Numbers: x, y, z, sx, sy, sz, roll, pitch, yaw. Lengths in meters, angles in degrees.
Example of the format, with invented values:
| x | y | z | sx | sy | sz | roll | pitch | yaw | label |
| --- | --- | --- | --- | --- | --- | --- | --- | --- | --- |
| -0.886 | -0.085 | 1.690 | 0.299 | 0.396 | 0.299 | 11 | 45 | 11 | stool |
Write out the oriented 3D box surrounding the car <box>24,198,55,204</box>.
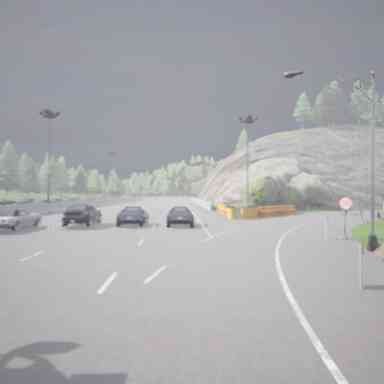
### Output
| x | y | z | sx | sy | sz | roll | pitch | yaw | label |
| --- | --- | --- | --- | --- | --- | --- | --- | --- | --- |
| -22.926 | 1.793 | 50.131 | 1.812 | 1.442 | 4.674 | 0 | -1 | -1 | car |

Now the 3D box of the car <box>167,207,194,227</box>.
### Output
| x | y | z | sx | sy | sz | roll | pitch | yaw | label |
| --- | --- | --- | --- | --- | --- | --- | --- | --- | --- |
| -0.878 | 1.782 | 25.074 | 1.994 | 1.385 | 4.181 | 0 | 0 | -2 | car |

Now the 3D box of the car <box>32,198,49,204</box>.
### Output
| x | y | z | sx | sy | sz | roll | pitch | yaw | label |
| --- | --- | --- | --- | --- | --- | --- | --- | --- | --- |
| -34.302 | 1.998 | 75.491 | 1.895 | 1.301 | 4.718 | 0 | -1 | -2 | car |

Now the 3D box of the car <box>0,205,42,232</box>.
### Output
| x | y | z | sx | sy | sz | roll | pitch | yaw | label |
| --- | --- | --- | --- | --- | --- | --- | --- | --- | --- |
| -11.237 | 1.700 | 20.909 | 1.895 | 1.301 | 4.718 | 0 | 0 | -2 | car |

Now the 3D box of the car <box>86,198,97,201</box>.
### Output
| x | y | z | sx | sy | sz | roll | pitch | yaw | label |
| --- | --- | --- | --- | --- | --- | --- | --- | --- | --- |
| -23.956 | 2.108 | 79.972 | 1.895 | 1.301 | 4.718 | 0 | -1 | -2 | car |

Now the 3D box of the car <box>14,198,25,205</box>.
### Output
| x | y | z | sx | sy | sz | roll | pitch | yaw | label |
| --- | --- | --- | --- | --- | --- | --- | --- | --- | --- |
| -30.299 | 1.811 | 61.518 | 1.837 | 1.490 | 4.892 | 0 | -1 | -2 | car |

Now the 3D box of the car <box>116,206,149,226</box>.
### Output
| x | y | z | sx | sy | sz | roll | pitch | yaw | label |
| --- | --- | --- | --- | --- | --- | --- | --- | --- | --- |
| -4.374 | 1.753 | 24.889 | 1.994 | 1.385 | 4.181 | 0 | 0 | -2 | car |

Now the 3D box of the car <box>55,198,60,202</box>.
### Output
| x | y | z | sx | sy | sz | roll | pitch | yaw | label |
| --- | --- | --- | --- | --- | --- | --- | --- | --- | --- |
| -30.820 | 1.988 | 76.057 | 1.994 | 1.385 | 4.181 | 0 | -1 | -2 | car |

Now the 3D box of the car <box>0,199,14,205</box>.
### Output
| x | y | z | sx | sy | sz | roll | pitch | yaw | label |
| --- | --- | --- | --- | --- | --- | --- | --- | --- | --- |
| -33.749 | 1.865 | 60.031 | 1.895 | 1.301 | 4.718 | 0 | -1 | -2 | car |

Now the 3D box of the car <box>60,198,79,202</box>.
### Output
| x | y | z | sx | sy | sz | roll | pitch | yaw | label |
| --- | --- | --- | --- | --- | --- | --- | --- | --- | --- |
| -23.406 | 1.892 | 64.612 | 1.837 | 1.490 | 4.892 | 0 | -1 | -2 | car |

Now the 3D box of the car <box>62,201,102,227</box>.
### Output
| x | y | z | sx | sy | sz | roll | pitch | yaw | label |
| --- | --- | --- | --- | --- | --- | --- | --- | --- | --- |
| -7.844 | 1.660 | 24.037 | 1.837 | 1.490 | 4.892 | 0 | 0 | -2 | car |
